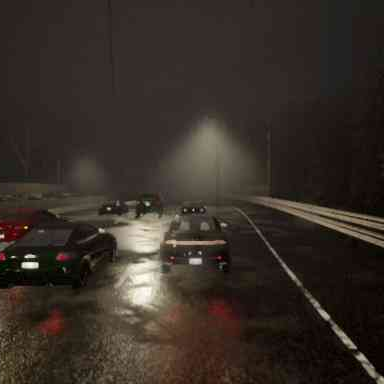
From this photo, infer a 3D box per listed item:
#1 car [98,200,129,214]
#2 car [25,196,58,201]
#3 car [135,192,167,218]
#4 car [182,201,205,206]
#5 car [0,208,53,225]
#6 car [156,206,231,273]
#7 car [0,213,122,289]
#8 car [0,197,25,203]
[{"bbox_3d":[-6.878,1.357,29.600,1.994,1.385,4.181,0,0,0],"label":"car"},{"bbox_3d":[-17.548,1.218,40.099,2.128,1.511,4.902,0,0,0],"label":"car"},{"bbox_3d":[-3.380,1.026,28.037,2.150,2.045,5.566,0,0,0],"label":"car"},{"bbox_3d":[0.119,1.409,27.477,1.895,1.301,4.718,0,0,0],"label":"car"},{"bbox_3d":[-6.892,1.422,14.328,1.812,1.442,4.674,0,0,0],"label":"car"},{"bbox_3d":[0.096,1.417,10.350,2.128,1.511,4.902,0,0,0],"label":"car"},{"bbox_3d":[-3.409,1.499,9.032,1.994,1.385,4.181,0,1,0],"label":"car"},{"bbox_3d":[-21.052,1.278,39.507,2.033,1.411,5.357,0,0,0],"label":"car"}]
